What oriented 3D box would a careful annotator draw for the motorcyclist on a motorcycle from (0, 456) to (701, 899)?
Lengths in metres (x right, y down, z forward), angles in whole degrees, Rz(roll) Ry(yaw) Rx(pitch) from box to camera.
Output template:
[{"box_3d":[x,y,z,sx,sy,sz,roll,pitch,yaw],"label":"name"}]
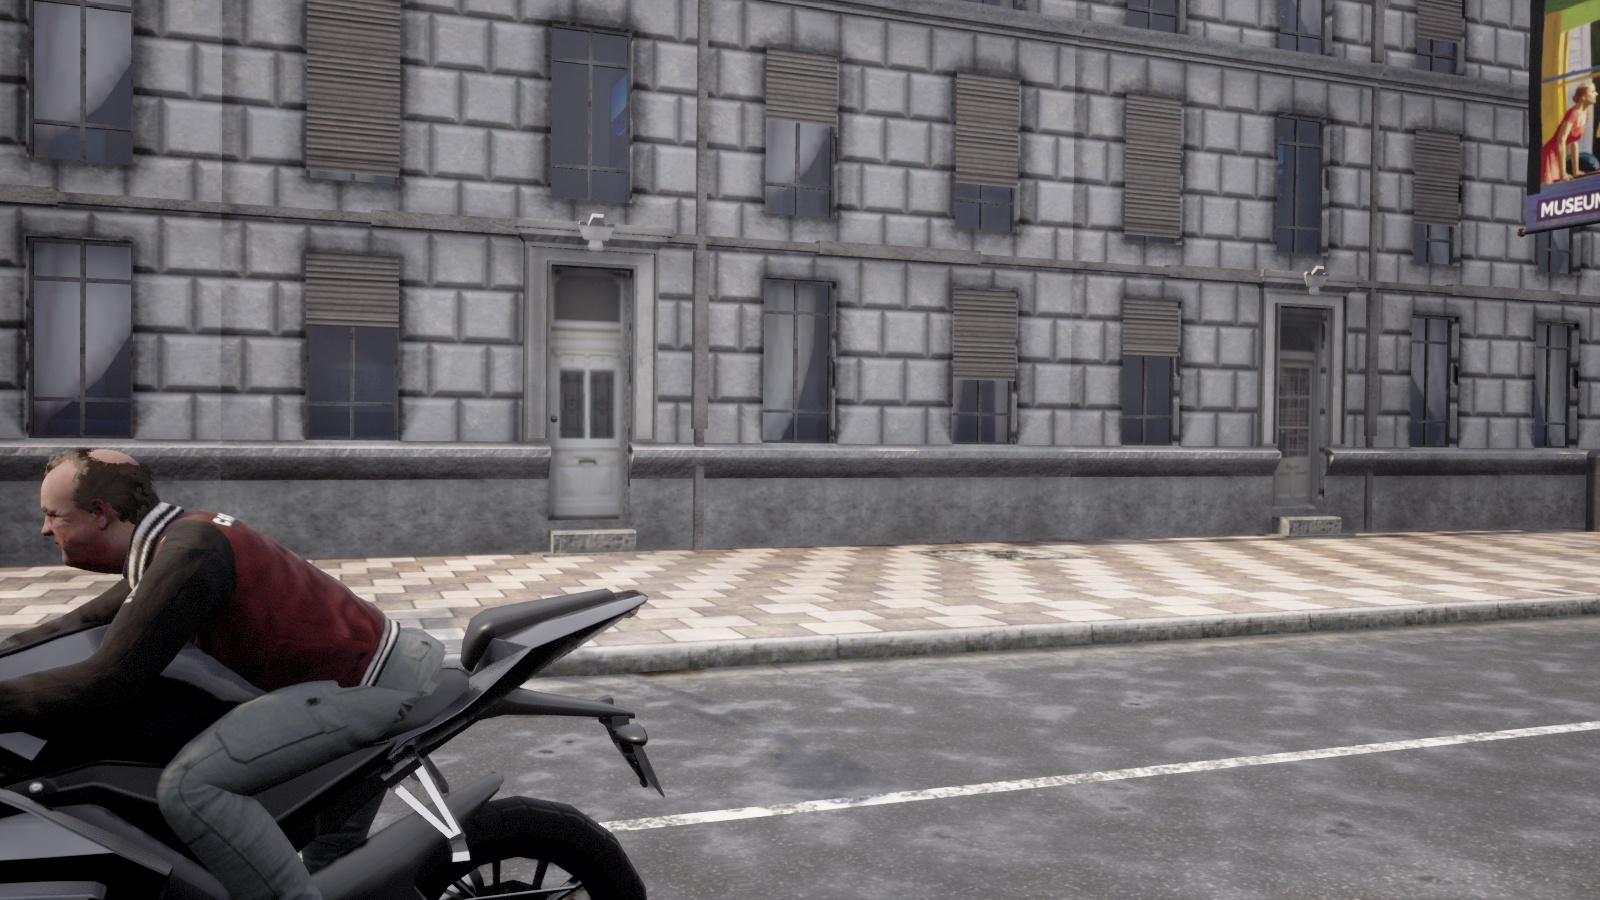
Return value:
[{"box_3d":[-1.392,0.804,2.711,2.191,1.530,0.866,-1,1,-21],"label":"motorcyclist on a motorcycle"}]
